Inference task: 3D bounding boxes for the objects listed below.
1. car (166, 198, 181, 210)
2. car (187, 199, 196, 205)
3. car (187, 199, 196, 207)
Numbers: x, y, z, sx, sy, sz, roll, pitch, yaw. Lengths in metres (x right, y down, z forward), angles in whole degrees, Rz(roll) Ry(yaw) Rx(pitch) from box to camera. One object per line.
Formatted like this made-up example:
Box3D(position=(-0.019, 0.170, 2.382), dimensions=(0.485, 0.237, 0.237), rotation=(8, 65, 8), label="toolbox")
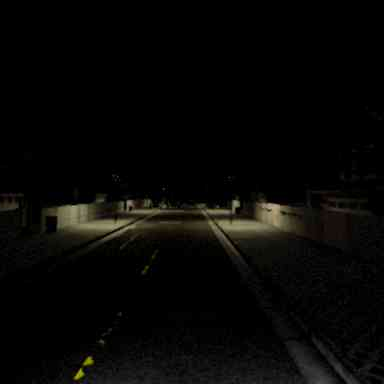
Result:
Box3D(position=(-2.833, 1.754, 52.164), dimensions=(2.097, 1.767, 4.553), rotation=(0, -1, 0), label="car")
Box3D(position=(-0.122, 2.316, 75.697), dimensions=(1.895, 1.301, 4.718), rotation=(0, -1, 0), label="car")
Box3D(position=(-0.104, 2.212, 65.247), dimensions=(2.033, 1.411, 5.357), rotation=(0, -1, 0), label="car")
